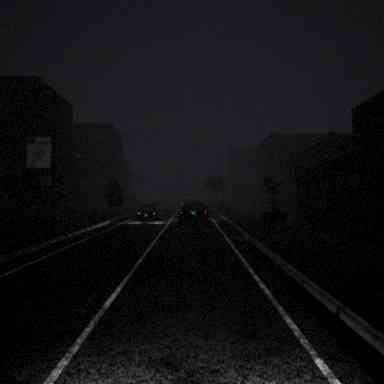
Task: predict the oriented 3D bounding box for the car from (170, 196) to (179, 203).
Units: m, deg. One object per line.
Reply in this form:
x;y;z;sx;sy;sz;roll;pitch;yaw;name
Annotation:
-3.555;1.576;70.553;2.128;1.511;4.902;0;1;0;car

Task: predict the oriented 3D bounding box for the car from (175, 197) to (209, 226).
0.096;1.422;23.917;2.097;1.767;4.553;0;0;0;car

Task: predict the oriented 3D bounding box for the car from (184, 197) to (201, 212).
0.083;1.502;42.169;2.097;1.767;4.553;0;0;0;car

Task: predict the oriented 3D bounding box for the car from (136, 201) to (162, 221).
-3.587;1.595;28.376;1.837;1.490;4.892;0;0;0;car
